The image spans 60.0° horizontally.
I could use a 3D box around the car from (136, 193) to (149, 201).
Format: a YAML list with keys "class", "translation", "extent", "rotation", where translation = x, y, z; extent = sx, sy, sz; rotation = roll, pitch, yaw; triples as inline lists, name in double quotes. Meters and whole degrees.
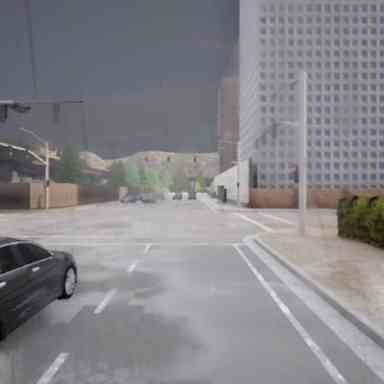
- class: "car"
  translation: [-10.463, 1.027, 70.744]
  extent: [2.097, 1.767, 4.553]
  rotation: [0, 0, 0]

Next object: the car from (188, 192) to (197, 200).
- class: "car"
  translation: [0.040, 1.236, 75.422]
  extent: [1.895, 1.301, 4.718]
  rotation: [0, 0, 0]

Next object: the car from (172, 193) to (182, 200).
- class: "car"
  translation: [-3.460, 1.236, 75.425]
  extent: [1.895, 1.301, 4.718]
  rotation: [0, 0, 0]

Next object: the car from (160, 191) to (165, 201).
- class: "car"
  translation: [-6.963, 0.898, 70.508]
  extent: [2.150, 2.045, 5.566]
  rotation: [0, 0, 0]

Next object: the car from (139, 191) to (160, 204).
- class: "car"
  translation: [-7.031, 1.096, 55.095]
  extent: [2.097, 1.767, 4.553]
  rotation: [0, 0, 0]

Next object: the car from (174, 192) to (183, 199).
- class: "car"
  translation: [-3.455, 0.908, 85.617]
  extent: [1.882, 1.535, 5.008]
  rotation: [0, 0, 0]

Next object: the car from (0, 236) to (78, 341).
- class: "car"
  translation: [-3.438, 1.479, 5.447]
  extent: [1.837, 1.490, 4.892]
  rotation: [0, 0, 1]

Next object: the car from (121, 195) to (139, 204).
- class: "car"
  translation: [-10.526, 1.235, 55.254]
  extent: [2.128, 1.511, 4.902]
  rotation: [0, 0, 1]
